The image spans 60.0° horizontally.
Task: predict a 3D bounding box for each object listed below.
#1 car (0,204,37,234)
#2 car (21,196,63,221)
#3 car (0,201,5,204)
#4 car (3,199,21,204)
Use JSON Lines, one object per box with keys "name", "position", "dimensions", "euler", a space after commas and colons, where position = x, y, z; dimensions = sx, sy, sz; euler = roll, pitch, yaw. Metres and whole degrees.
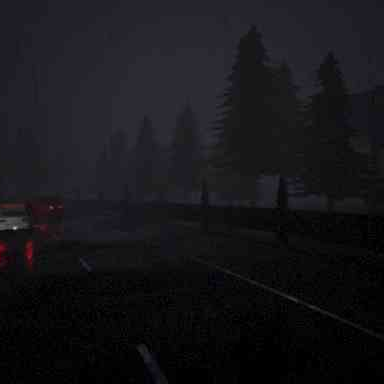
{"name": "car", "position": [-10.430, 1.649, 19.261], "dimensions": [1.812, 1.442, 4.674], "euler": [0, 0, -32]}
{"name": "car", "position": [-12.929, 1.390, 28.894], "dimensions": [2.150, 2.045, 5.566], "euler": [0, 0, -37]}
{"name": "car", "position": [-19.394, 1.740, 31.361], "dimensions": [1.812, 1.442, 4.674], "euler": [0, 0, -40]}
{"name": "car", "position": [-20.742, 1.597, 37.971], "dimensions": [2.097, 1.767, 4.553], "euler": [0, 0, -43]}
